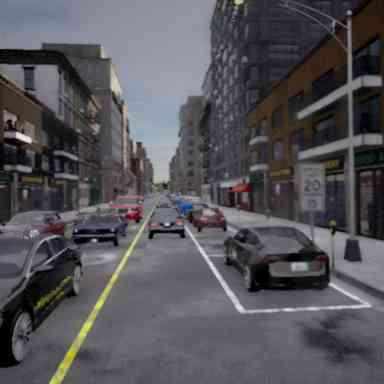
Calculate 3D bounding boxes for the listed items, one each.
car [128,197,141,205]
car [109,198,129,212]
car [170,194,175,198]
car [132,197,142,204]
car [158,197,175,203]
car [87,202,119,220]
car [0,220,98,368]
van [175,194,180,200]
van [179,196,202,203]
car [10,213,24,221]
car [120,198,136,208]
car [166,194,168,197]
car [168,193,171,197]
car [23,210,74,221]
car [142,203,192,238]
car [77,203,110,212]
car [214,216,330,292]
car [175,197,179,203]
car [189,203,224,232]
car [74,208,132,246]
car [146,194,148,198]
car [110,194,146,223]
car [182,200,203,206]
[{"bbox_3d":[-10.843,1.717,62.931,1.887,1.381,4.507,-1,0,-5],"label":"car"},{"bbox_3d":[-8.916,1.566,40.972,1.967,1.590,4.097,-1,0,-5],"label":"car"},{"bbox_3d":[-2.369,1.489,58.144,1.967,1.590,4.097,-1,0,-5],"label":"car"},{"bbox_3d":[-11.325,1.766,68.421,1.802,1.307,4.206,-1,0,-5],"label":"car"},{"bbox_3d":[-3.439,1.650,41.331,1.895,1.301,4.718,-1,0,-5],"label":"car"},{"bbox_3d":[-7.949,1.657,29.993,2.008,1.369,4.403,-1,0,-5],"label":"car"},{"bbox_3d":[-3.280,1.535,5.826,2.128,1.511,4.902,-1,0,-5],"label":"car"},{"bbox_3d":[-0.924,1.355,41.675,1.690,1.788,3.998,-1,0,-5],"label":"van"},{"bbox_3d":[0.041,1.335,30.696,1.690,1.788,3.998,-1,0,-5],"label":"van"},{"bbox_3d":[-6.021,1.521,8.035,1.967,1.590,4.097,-1,0,-5],"label":"car"},{"bbox_3d":[-9.879,1.700,51.952,2.008,1.369,4.403,-1,0,-5],"label":"car"},{"bbox_3d":[-4.782,1.420,85.594,2.192,1.841,5.009,-1,0,-5],"label":"car"},{"bbox_3d":[-3.334,1.512,69.124,1.967,1.590,4.097,-1,0,-5],"label":"car"},{"bbox_3d":[-6.504,1.526,13.525,1.967,1.590,4.097,-1,0,-5],"label":"car"},{"bbox_3d":[-1.384,1.561,17.979,2.033,1.411,5.357,-1,0,-5],"label":"car"},{"bbox_3d":[-7.467,1.680,24.504,1.802,1.307,4.206,-1,0,-5],"label":"car"},{"bbox_3d":[1.974,1.535,8.737,1.947,1.339,4.313,-1,0,-5],"label":"car"},{"bbox_3d":[-0.439,1.554,36.186,2.008,1.369,4.403,-1,0,-5],"label":"car"},{"bbox_3d":[1.009,1.561,19.717,1.802,1.307,4.206,-1,0,-5],"label":"car"},{"bbox_3d":[-4.141,1.653,15.624,1.895,1.301,4.718,-1,0,-5],"label":"car"},{"bbox_3d":[-12.290,1.751,79.401,1.887,1.381,4.507,-1,0,-5],"label":"car"},{"bbox_3d":[-5.045,1.286,26.047,2.150,2.045,5.566,-1,0,-5],"label":"car"},{"bbox_3d":[0.526,1.552,25.207,1.947,1.339,4.313,-1,0,-5],"label":"car"}]
